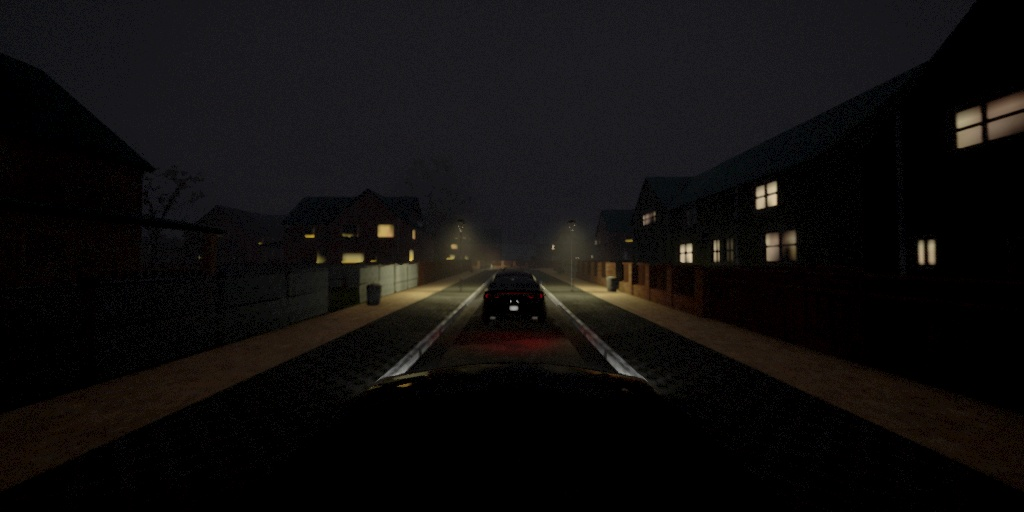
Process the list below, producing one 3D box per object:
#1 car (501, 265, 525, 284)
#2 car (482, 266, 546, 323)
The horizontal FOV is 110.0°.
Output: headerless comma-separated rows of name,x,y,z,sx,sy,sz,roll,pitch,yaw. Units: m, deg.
car,0.084,1.484,29.691,1.895,1.301,4.718,0,0,0
car,0.070,1.280,12.322,1.882,1.535,5.008,0,0,0
